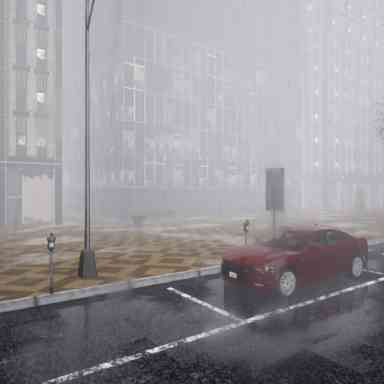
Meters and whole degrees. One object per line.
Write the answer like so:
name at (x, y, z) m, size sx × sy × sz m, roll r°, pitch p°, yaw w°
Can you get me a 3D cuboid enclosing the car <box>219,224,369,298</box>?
car at (2.717, 1.545, 8.484) m, size 4.507 × 1.381 × 1.887 m, roll 0°, pitch 0°, yaw -35°
